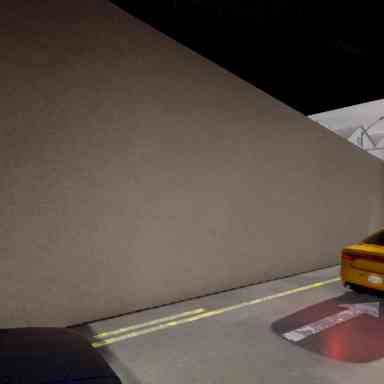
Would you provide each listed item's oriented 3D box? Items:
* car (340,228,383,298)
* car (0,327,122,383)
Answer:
[{"bbox_3d":[5.431,1.478,7.636,5.008,1.535,1.882,0,0,-35],"label":"car"},{"bbox_3d":[-2.983,1.547,1.659,5.357,1.411,2.033,0,0,-35],"label":"car"}]
